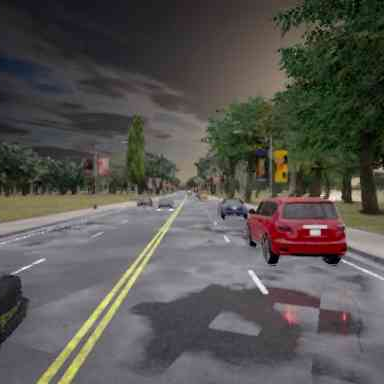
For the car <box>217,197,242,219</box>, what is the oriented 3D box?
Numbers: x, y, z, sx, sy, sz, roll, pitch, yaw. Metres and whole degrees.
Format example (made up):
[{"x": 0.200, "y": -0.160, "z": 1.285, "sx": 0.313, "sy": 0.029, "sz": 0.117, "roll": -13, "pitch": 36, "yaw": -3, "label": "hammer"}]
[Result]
[{"x": 3.327, "y": 1.269, "z": 28.154, "sx": 2.097, "sy": 1.767, "sz": 4.553, "roll": 0, "pitch": 0, "yaw": 0, "label": "car"}]

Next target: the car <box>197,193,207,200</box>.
[{"x": 2.930, "y": 1.268, "z": 86.061, "sx": 1.882, "sy": 1.535, "sz": 5.008, "roll": 0, "pitch": 0, "yaw": 0, "label": "car"}]

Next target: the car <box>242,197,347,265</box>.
[{"x": 3.350, "y": 1.187, "z": 11.726, "sx": 2.150, "sy": 2.045, "sz": 5.566, "roll": 0, "pitch": 0, "yaw": 0, "label": "car"}]

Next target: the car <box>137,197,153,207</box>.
[{"x": -6.658, "y": 1.427, "z": 47.538, "sx": 1.994, "sy": 1.385, "sz": 4.181, "roll": 0, "pitch": 0, "yaw": 0, "label": "car"}]

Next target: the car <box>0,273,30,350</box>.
[{"x": -3.351, "y": 1.539, "z": 2.659, "sx": 2.033, "sy": 1.411, "sz": 5.357, "roll": 0, "pitch": 0, "yaw": 0, "label": "car"}]

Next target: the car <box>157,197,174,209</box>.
[{"x": -3.404, "y": 1.377, "z": 43.286, "sx": 1.837, "sy": 1.490, "sz": 4.892, "roll": 0, "pitch": 1, "yaw": 0, "label": "car"}]
